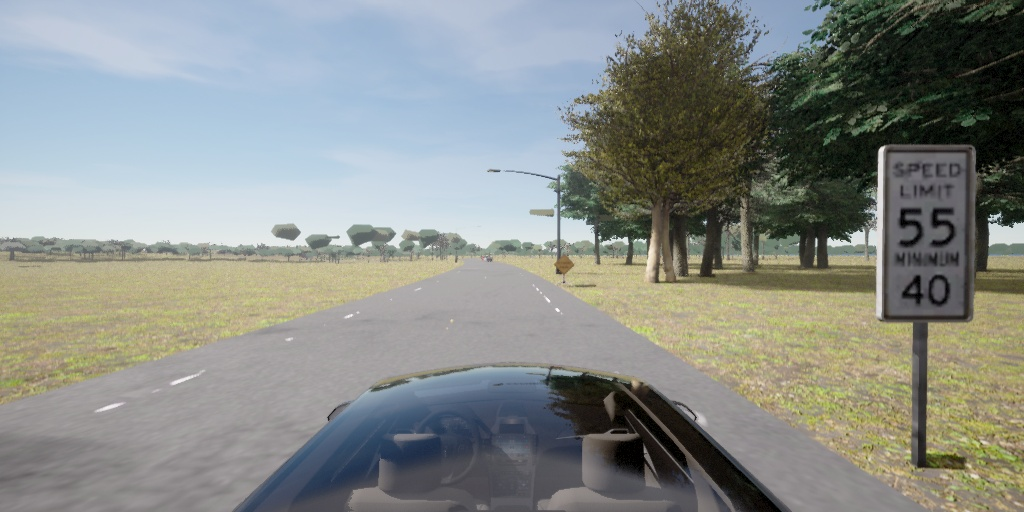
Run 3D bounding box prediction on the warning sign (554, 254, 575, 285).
[{"bbox_3d":[3.261,0.828,22.518,1.300,1.860,1.060,0,0,-2],"label":"warning sign"}]
